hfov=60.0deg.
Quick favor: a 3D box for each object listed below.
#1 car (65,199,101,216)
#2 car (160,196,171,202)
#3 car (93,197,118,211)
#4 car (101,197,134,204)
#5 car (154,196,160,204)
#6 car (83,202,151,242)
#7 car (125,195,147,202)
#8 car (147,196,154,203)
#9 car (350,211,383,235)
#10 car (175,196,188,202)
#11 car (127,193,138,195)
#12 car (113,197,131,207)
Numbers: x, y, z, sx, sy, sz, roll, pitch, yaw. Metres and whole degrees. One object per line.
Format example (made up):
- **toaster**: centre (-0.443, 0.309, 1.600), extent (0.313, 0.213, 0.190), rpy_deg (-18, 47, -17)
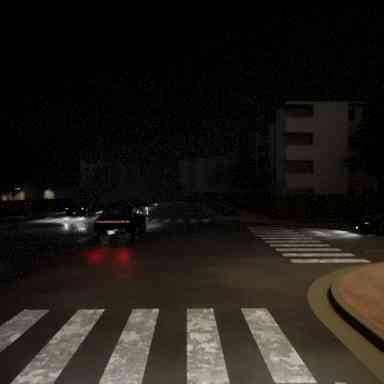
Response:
- **car**: centre (-10.804, 1.613, 32.722), extent (1.895, 1.301, 4.718), rpy_deg (0, 0, -1)
- **car**: centre (-6.075, 1.552, 73.950), extent (2.128, 1.511, 4.902), rpy_deg (0, 0, -17)
- **car**: centre (-10.900, 1.493, 42.114), extent (1.882, 1.535, 5.008), rpy_deg (0, 0, 0)
- **car**: centre (-7.263, 1.517, 32.789), extent (1.837, 1.490, 4.892), rpy_deg (0, 0, -2)
- **car**: centre (-8.055, 1.572, 66.660), extent (2.033, 1.411, 5.357), rpy_deg (0, 0, -7)
- **car**: centre (-3.453, 1.497, 16.550), extent (2.128, 1.511, 4.902), rpy_deg (0, 0, 0)
- **car**: centre (-7.398, 1.507, 41.924), extent (2.128, 1.511, 4.902), rpy_deg (0, 0, -1)
- **car**: centre (-7.496, 1.545, 51.828), extent (1.812, 1.442, 4.674), rpy_deg (0, 0, 0)
- **car**: centre (11.597, 1.537, 18.048), extent (5.357, 1.411, 2.033), rpy_deg (0, 0, 0)
- **car**: centre (-2.394, 1.567, 73.775), extent (2.033, 1.411, 5.357), rpy_deg (0, 0, -17)
- **car**: centre (-11.289, 1.245, 62.835), extent (2.150, 2.045, 5.566), rpy_deg (0, 0, -4)
- **car**: centre (-10.973, 1.583, 52.141), extent (1.994, 1.385, 4.181), rpy_deg (0, 0, 0)
